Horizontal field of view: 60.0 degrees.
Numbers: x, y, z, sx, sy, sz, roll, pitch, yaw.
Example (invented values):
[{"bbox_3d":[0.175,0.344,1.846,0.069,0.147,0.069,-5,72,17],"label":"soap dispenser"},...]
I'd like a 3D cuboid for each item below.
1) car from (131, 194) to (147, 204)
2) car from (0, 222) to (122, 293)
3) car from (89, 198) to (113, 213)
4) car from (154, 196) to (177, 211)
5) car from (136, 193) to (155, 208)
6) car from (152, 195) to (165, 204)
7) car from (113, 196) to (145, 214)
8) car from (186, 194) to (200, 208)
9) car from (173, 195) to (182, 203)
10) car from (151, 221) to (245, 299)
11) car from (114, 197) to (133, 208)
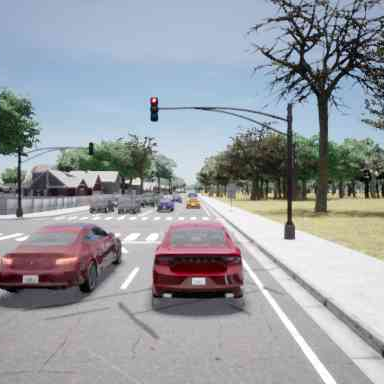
[{"bbox_3d":[-9.685,1.323,61.365,2.097,1.767,4.553,0,0,1],"label":"car"},{"bbox_3d":[-3.132,1.524,8.741,1.812,1.442,4.674,0,0,0],"label":"car"},{"bbox_3d":[-9.769,1.493,36.402,1.837,1.490,4.892,0,0,0],"label":"car"},{"bbox_3d":[-3.066,1.513,39.522,1.812,1.442,4.674,0,0,0],"label":"car"},{"bbox_3d":[-6.490,1.204,48.410,2.150,2.045,5.566,0,0,0],"label":"car"},{"bbox_3d":[-6.415,1.466,63.730,1.837,1.490,4.892,0,2,1],"label":"car"},{"bbox_3d":[-6.524,1.493,34.890,1.837,1.490,4.892,0,0,0],"label":"car"},{"bbox_3d":[0.200,1.460,47.135,1.882,1.535,5.008,0,0,0],"label":"car"},{"bbox_3d":[-3.102,1.315,67.060,2.097,1.767,4.553,0,0,0],"label":"car"},{"bbox_3d":[0.115,1.476,8.531,1.882,1.535,5.008,0,0,0],"label":"car"},{"bbox_3d":[-9.741,1.508,47.761,1.812,1.442,4.674,0,0,0],"label":"car"}]
